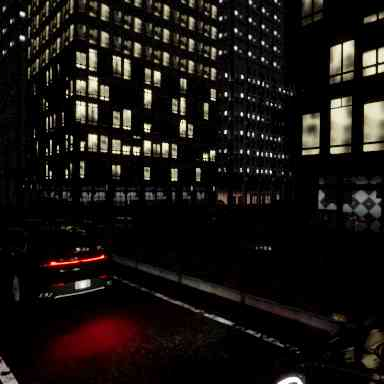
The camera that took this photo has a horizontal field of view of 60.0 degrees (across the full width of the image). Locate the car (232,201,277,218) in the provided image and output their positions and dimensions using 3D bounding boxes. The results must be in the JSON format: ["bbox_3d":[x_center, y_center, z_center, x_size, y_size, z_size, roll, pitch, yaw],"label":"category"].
[{"bbox_3d":[6.180,1.833,33.915,4.829,1.417,1.752,1,0,-40],"label":"car"}]

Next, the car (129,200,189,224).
[{"bbox_3d":[-2.559,1.524,26.520,5.009,1.841,2.192,1,0,-40],"label":"car"}]

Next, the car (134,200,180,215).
[{"bbox_3d":[-3.800,1.648,36.449,4.829,1.417,1.752,1,0,-40],"label":"car"}]

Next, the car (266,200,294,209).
[{"bbox_3d":[13.547,1.882,51.124,4.313,1.339,1.947,1,0,-40],"label":"car"}]

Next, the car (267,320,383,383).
[{"bbox_3d":[2.420,1.352,1.331,2.097,1.767,4.553,0,0,-41],"label":"car"}]

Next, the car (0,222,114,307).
[{"bbox_3d":[-3.662,1.501,8.124,1.837,1.490,4.892,0,0,-41],"label":"car"}]

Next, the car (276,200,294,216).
[{"bbox_3d":[10.356,1.936,37.449,4.206,1.307,1.802,1,0,-40],"label":"car"}]
